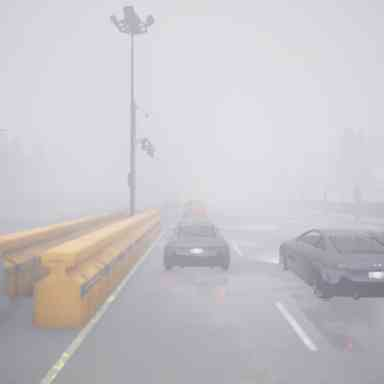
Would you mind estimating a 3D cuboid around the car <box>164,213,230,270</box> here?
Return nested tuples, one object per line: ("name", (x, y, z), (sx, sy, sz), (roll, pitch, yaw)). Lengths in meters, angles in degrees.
("car", (0.148, 1.620, 11.271), (1.994, 1.385, 4.181), (0, 0, 0))

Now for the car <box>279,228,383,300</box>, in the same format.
("car", (3.634, 1.607, 8.515), (1.994, 1.385, 4.181), (0, 0, 0))

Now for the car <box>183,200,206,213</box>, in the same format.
("car", (0.264, 1.506, 31.948), (2.097, 1.767, 4.553), (0, 0, 0))
